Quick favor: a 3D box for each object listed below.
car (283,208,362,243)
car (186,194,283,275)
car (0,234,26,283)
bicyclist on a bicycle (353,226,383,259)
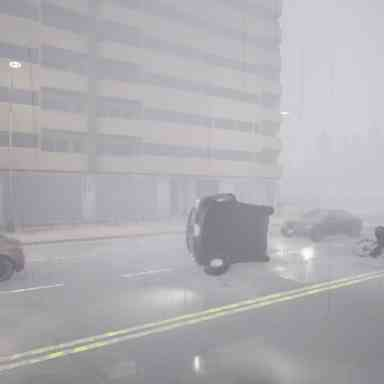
[{"bbox_3d":[6.437,1.525,16.279,4.674,1.442,1.812,0,0,-32],"label":"car"},{"bbox_3d":[1.150,1.196,10.016,1.442,1.812,4.674,2,-5,33],"label":"car"},{"bbox_3d":[-6.417,1.564,8.189,4.181,1.385,1.994,0,0,-32],"label":"car"},{"bbox_3d":[5.748,1.439,9.724,1.656,1.620,0.582,14,33,1],"label":"bicyclist on a bicycle"}]
